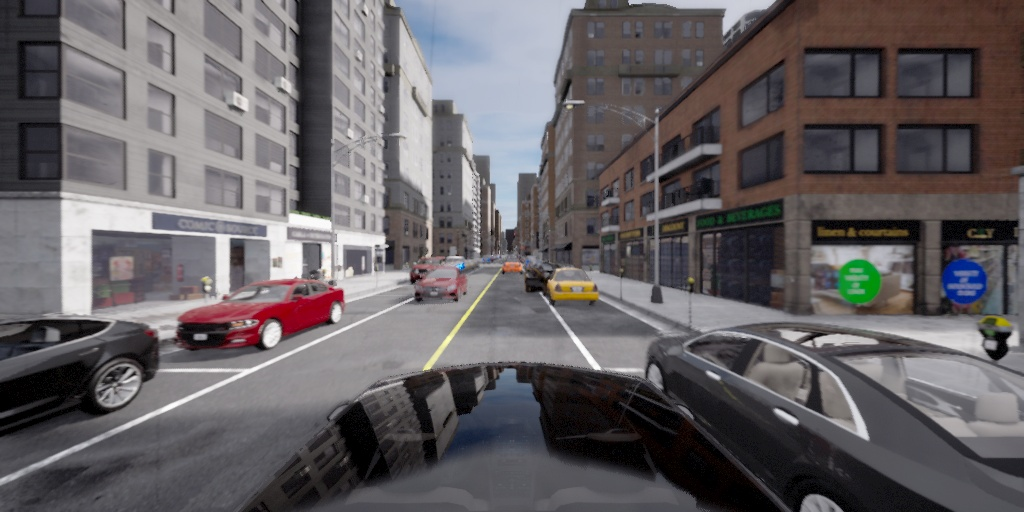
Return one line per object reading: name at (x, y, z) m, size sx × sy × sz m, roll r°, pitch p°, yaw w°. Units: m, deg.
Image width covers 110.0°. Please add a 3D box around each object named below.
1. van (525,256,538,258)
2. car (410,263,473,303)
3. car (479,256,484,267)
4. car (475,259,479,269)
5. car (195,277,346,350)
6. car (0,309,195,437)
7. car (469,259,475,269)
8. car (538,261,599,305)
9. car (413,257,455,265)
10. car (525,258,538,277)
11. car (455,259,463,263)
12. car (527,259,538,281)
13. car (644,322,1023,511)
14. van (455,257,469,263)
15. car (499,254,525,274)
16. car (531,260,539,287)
van at (2.671, 0.889, 48.684) m, size 1.690 × 1.789 × 3.998 m, roll 0°, pitch 0°, yaw 0°
car at (-3.086, 1.215, 16.481) m, size 1.812 × 1.442 × 4.674 m, roll 0°, pitch 0°, yaw 0°
car at (-5.854, 1.068, 54.336) m, size 2.007 × 1.370 × 4.403 m, roll 0°, pitch 0°, yaw 0°
car at (-5.855, 1.073, 48.499) m, size 1.751 × 1.417 × 4.829 m, roll 0°, pitch 0°, yaw 0°
car at (-5.856, 1.266, 8.989) m, size 1.888 × 1.381 × 4.507 m, roll 0°, pitch 0°, yaw 0°
car at (-5.856, 1.309, 3.321) m, size 1.948 × 1.339 × 4.313 m, roll 0°, pitch 0°, yaw 0°
car at (-5.855, 1.102, 42.830) m, size 1.751 × 1.417 × 4.829 m, roll 0°, pitch 0°, yaw 0°
car at (2.352, 1.150, 15.495) m, size 1.801 × 1.575 × 5.366 m, roll 0°, pitch 0°, yaw 0°
car at (-5.855, 0.964, 25.994) m, size 2.192 × 1.841 × 5.009 m, roll 0°, pitch 0°, yaw 0°
car at (2.670, 1.153, 37.344) m, size 2.007 × 1.370 × 4.403 m, roll 0°, pitch 0°, yaw 0°
car at (-5.855, 1.177, 31.662) m, size 2.007 × 1.370 × 4.403 m, roll 0°, pitch 0°, yaw 0°
car at (2.670, 1.192, 31.675) m, size 1.948 × 1.339 × 4.313 m, roll 0°, pitch 0°, yaw 0°
car at (2.669, 1.294, 3.329) m, size 2.007 × 1.370 × 4.403 m, roll 0°, pitch 0°, yaw 0°
van at (-5.855, 0.943, 37.330) m, size 1.690 × 1.789 × 3.998 m, roll 0°, pitch 0°, yaw 0°
car at (0.040, 0.953, 37.767) m, size 2.097 × 1.767 × 4.553 m, roll 0°, pitch 0°, yaw 1°
car at (2.670, 1.216, 26.006) m, size 1.948 × 1.339 × 4.313 m, roll 0°, pitch 0°, yaw 0°
